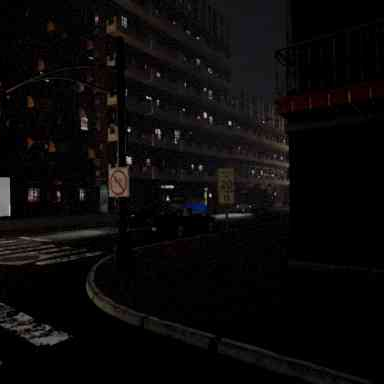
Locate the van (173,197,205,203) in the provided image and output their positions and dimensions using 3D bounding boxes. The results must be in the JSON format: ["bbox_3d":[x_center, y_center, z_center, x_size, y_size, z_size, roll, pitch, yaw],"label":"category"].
[{"bbox_3d":[-0.355,1.366,30.437,1.690,1.788,3.998,-1,-1,36],"label":"van"}]

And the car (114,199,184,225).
[{"bbox_3d":[-3.032,1.482,22.488,2.128,1.511,4.902,-1,-1,36],"label":"car"}]

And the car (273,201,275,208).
[{"bbox_3d":[9.399,1.432,44.007,1.967,1.590,4.097,-1,-1,36],"label":"car"}]

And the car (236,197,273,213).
[{"bbox_3d":[6.560,1.557,35.819,1.895,1.301,4.718,-1,-1,36],"label":"car"}]

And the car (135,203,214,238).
[{"bbox_3d":[-0.454,1.436,16.792,2.008,1.369,4.403,-1,-1,36],"label":"car"}]

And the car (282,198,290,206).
[{"bbox_3d":[15.803,1.497,52.915,1.752,1.417,4.829,-1,-1,36],"label":"car"}]
